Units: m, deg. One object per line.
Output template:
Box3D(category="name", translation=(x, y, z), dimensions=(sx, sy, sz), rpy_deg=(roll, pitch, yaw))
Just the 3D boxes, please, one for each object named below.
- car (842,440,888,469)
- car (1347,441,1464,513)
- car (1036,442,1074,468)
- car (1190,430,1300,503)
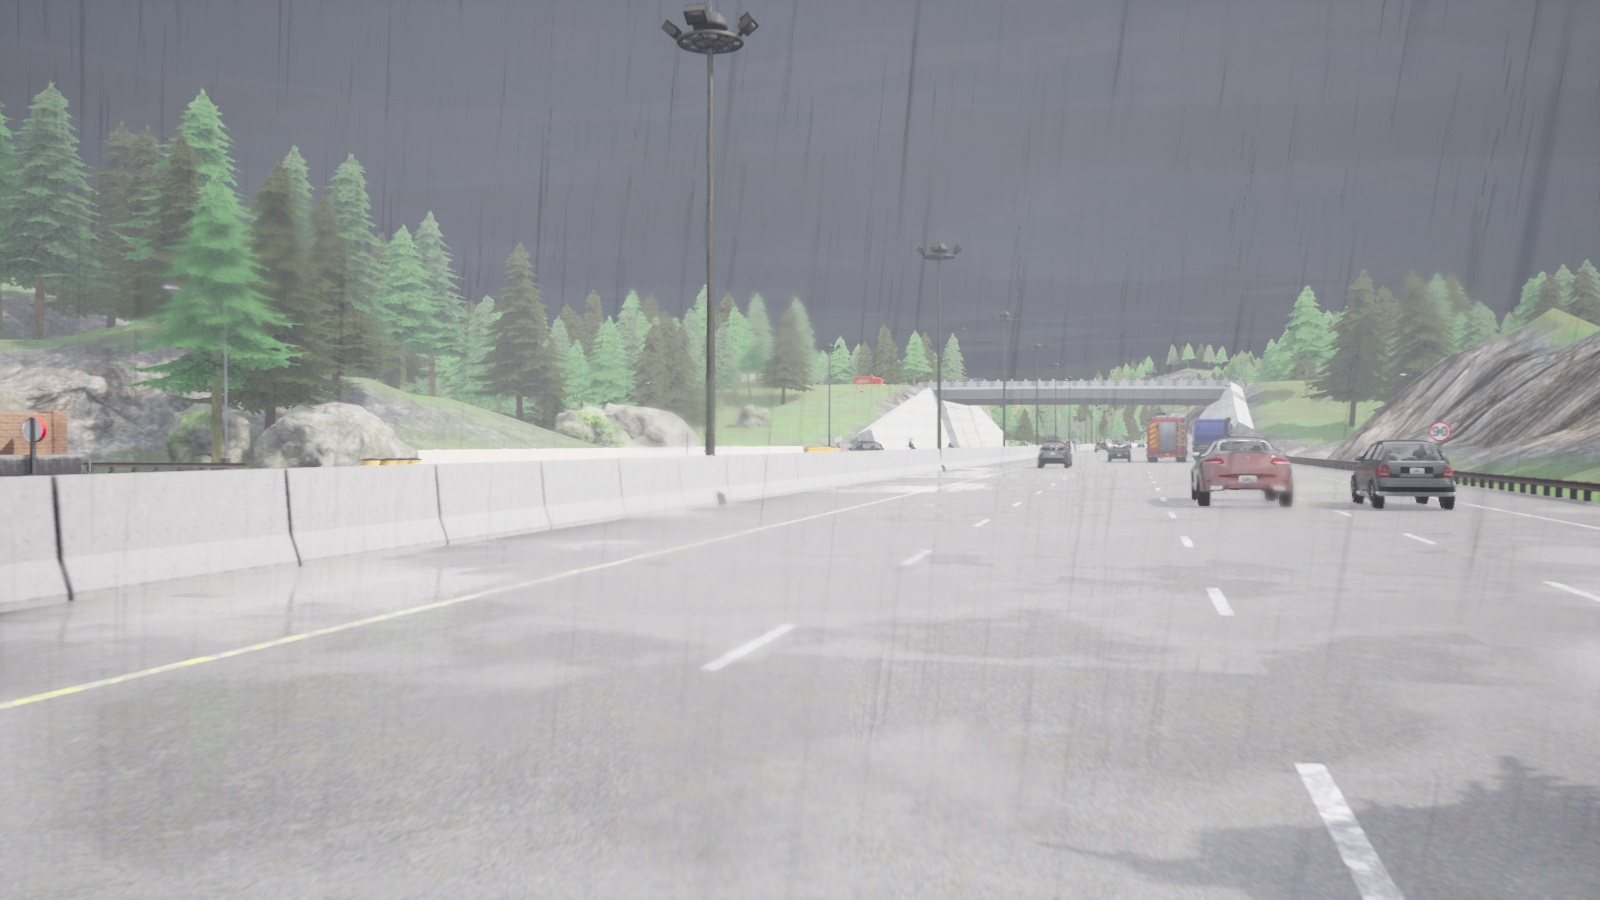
Box3D(category="car", translation=(3.807, 0.237, 72.740), dimensions=(1.851, 1.617, 3.988), rpy_deg=(0, 0, 15))
Box3D(category="car", translation=(14.032, 0.571, 29.313), dimensions=(1.789, 1.549, 3.705), rpy_deg=(0, 0, 15))
Box3D(category="car", translation=(15.229, 0.283, 74.856), dimensions=(2.007, 1.525, 4.514), rpy_deg=(0, 0, 15))
Box3D(category="car", translation=(10.862, 0.359, 31.013), dimensions=(2.152, 1.651, 5.027), rpy_deg=(0, 0, 15))
